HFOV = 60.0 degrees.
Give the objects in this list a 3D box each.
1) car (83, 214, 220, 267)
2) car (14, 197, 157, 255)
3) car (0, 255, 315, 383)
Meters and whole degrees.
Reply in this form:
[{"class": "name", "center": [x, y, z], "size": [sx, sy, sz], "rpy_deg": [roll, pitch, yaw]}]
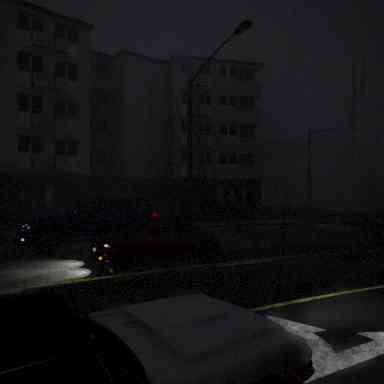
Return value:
[{"class": "car", "center": [-1.171, 1.564, 10.991], "size": [4.181, 1.385, 1.994], "rpy_deg": [0, 0, -27]}, {"class": "car", "center": [-4.067, 1.221, 13.498], "size": [5.566, 2.045, 2.150], "rpy_deg": [0, 0, -28]}, {"class": "car", "center": [-1.155, 1.601, 2.726], "size": [4.718, 1.301, 1.895], "rpy_deg": [0, 0, -34]}]
